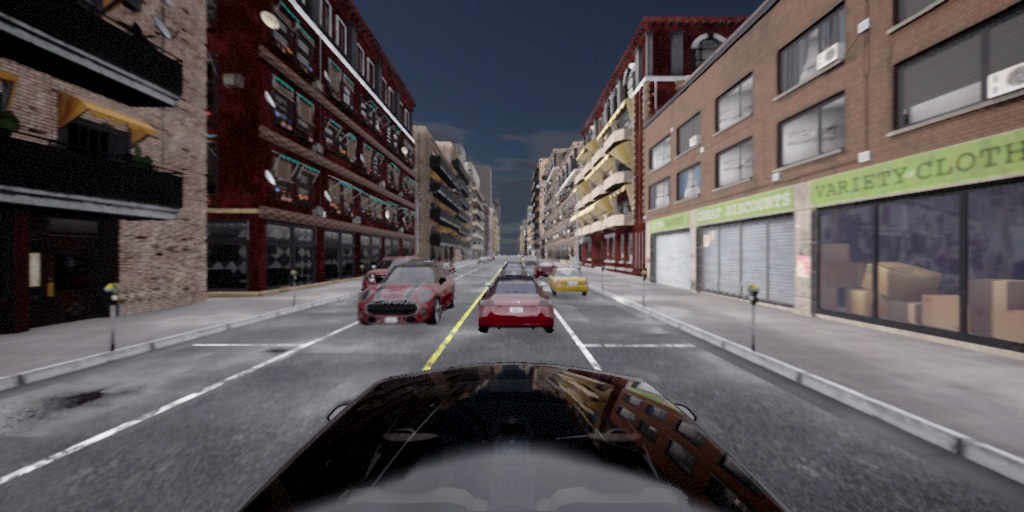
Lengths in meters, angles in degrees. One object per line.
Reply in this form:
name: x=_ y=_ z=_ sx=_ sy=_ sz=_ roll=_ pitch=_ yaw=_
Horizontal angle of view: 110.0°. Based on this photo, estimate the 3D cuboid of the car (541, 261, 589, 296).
car: x=2.699 y=1.162 z=18.236 sx=1.751 sy=1.417 sz=4.829 roll=0 pitch=0 yaw=0

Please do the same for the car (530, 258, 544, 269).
car: x=2.707 y=1.102 z=29.339 sx=1.888 sy=1.381 sz=4.507 roll=0 pitch=0 yaw=0

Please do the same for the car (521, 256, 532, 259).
car: x=2.725 y=0.948 z=51.883 sx=2.007 sy=1.370 sz=4.403 roll=0 pitch=0 yaw=0

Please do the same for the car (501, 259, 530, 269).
car: x=0.117 y=1.133 z=27.470 sx=1.994 sy=1.385 sz=4.181 roll=0 pitch=0 yaw=0

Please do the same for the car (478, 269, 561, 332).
car: x=0.106 y=1.252 z=10.633 sx=1.994 sy=1.385 sz=4.181 roll=0 pitch=0 yaw=0

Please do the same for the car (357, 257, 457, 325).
car: x=-3.090 y=1.032 z=11.418 sx=2.097 sy=1.767 sz=4.553 roll=0 pitch=0 yaw=0
